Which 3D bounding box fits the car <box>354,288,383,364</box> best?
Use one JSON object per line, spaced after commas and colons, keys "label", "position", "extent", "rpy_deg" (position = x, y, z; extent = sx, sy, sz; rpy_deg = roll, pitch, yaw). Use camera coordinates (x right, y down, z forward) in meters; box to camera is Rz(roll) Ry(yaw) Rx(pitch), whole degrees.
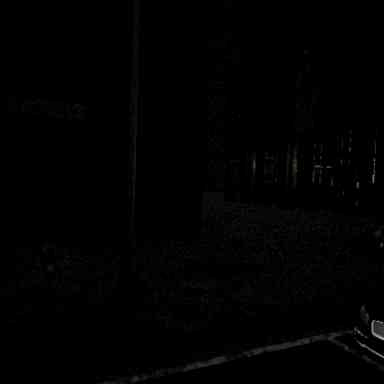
{"label": "car", "position": [4.212, 1.532, 4.534], "extent": [4.403, 1.369, 2.008], "rpy_deg": [1, 2, -25]}
